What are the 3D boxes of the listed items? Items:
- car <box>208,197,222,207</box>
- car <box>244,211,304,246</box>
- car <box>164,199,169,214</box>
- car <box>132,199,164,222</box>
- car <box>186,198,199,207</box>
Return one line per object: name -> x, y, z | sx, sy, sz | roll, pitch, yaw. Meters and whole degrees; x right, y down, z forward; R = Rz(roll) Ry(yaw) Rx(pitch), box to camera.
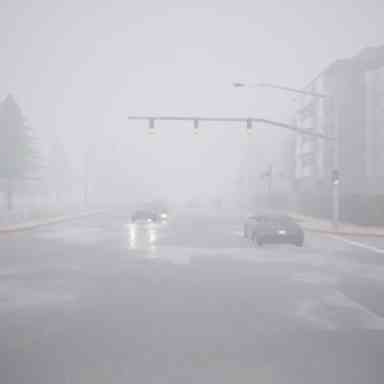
car -> 3.506, 1.522, 50.811 | 2.128, 1.511, 4.902 | 0, 0, 0
car -> 3.603, 1.573, 15.300 | 1.994, 1.385, 4.181 | 0, 0, 0
car -> -3.570, 1.527, 36.499 | 1.837, 1.490, 4.892 | 0, 0, 0
car -> -3.580, 1.542, 26.607 | 1.812, 1.442, 4.674 | 0, 0, 0
car -> 0.107, 1.594, 52.463 | 1.994, 1.385, 4.181 | 0, 0, 0
